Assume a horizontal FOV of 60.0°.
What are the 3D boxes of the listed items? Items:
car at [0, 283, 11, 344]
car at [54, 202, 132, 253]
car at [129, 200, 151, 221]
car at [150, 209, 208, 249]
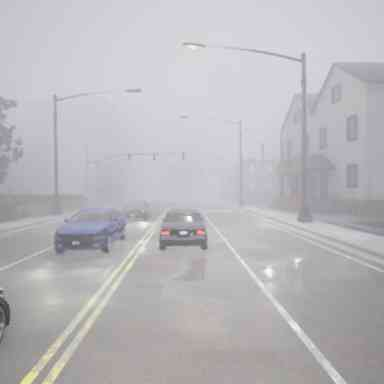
[{"bbox_3d":[-3.645,1.571,3.220,1.994,1.385,4.181,-1,1,-1],"label":"car"},{"bbox_3d":[-3.910,1.395,13.512,1.882,1.535,5.008,-1,1,-1],"label":"car"},{"bbox_3d":[-4.200,1.339,25.517,1.812,1.442,4.674,-1,1,-2],"label":"car"},{"bbox_3d":[-0.339,1.426,13.851,2.033,1.411,5.357,-1,0,-1],"label":"car"}]
